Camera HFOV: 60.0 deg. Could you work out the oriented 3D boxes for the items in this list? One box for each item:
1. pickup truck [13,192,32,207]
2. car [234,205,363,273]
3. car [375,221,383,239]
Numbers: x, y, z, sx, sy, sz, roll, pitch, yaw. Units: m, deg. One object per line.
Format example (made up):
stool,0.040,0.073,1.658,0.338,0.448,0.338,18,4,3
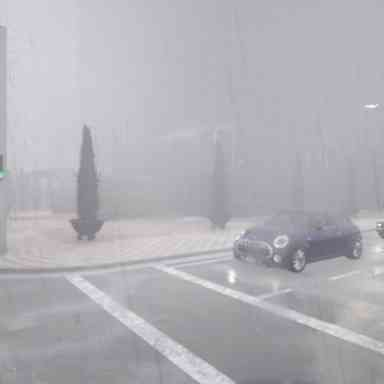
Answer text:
pickup truck,-21.425,1.052,42.024,2.390,2.098,6.274,0,0,-6
car,3.501,1.346,10.778,4.553,1.767,2.097,0,0,-35
car,10.821,1.589,16.000,4.718,1.301,1.895,0,0,-35
